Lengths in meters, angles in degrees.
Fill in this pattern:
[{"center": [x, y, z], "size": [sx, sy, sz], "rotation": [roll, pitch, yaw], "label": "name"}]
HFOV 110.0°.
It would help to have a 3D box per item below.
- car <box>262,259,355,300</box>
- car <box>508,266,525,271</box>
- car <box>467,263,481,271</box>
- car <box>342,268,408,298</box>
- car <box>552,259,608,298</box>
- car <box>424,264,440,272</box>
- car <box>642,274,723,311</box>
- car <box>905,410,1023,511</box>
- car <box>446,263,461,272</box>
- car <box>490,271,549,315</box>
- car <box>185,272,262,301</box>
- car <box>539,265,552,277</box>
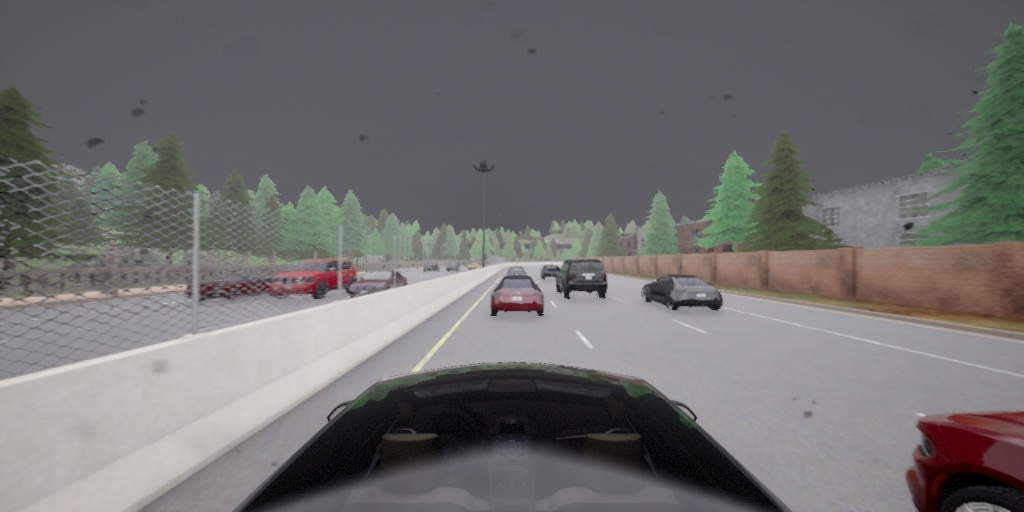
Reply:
[{"center": [-10.440, 1.155, 19.534], "size": [2.150, 2.045, 5.566], "rotation": [0, -1, 1], "label": "car"}, {"center": [0.397, 1.654, 32.687], "size": [2.033, 1.411, 5.357], "rotation": [0, -1, 1], "label": "car"}, {"center": [-6.438, 1.898, 61.279], "size": [1.882, 1.535, 5.008], "rotation": [0, -1, 1], "label": "car"}, {"center": [-6.943, 1.463, 19.217], "size": [1.812, 1.442, 4.674], "rotation": [0, -1, 1], "label": "car"}, {"center": [3.767, 1.191, 20.164], "size": [2.150, 2.045, 5.566], "rotation": [0, -1, 1], "label": "car"}, {"center": [-13.447, 1.960, 60.406], "size": [1.994, 1.385, 4.181], "rotation": [0, -1, 1], "label": "car"}, {"center": [7.220, 1.488, 15.638], "size": [1.994, 1.385, 4.181], "rotation": [0, -1, 1], "label": "car"}, {"center": [3.623, 1.219, 0.323], "size": [1.882, 1.535, 5.008], "rotation": [0, -1, 0], "label": "car"}, {"center": [-9.934, 1.917, 61.238], "size": [1.837, 1.490, 4.892], "rotation": [0, -1, 1], "label": "car"}, {"center": [0.207, 1.460, 14.372], "size": [1.994, 1.385, 4.181], "rotation": [0, -1, 1], "label": "car"}, {"center": [-13.951, 1.516, 18.506], "size": [1.895, 1.301, 4.718], "rotation": [0, -1, 1], "label": "car"}, {"center": [3.948, 1.674, 37.564], "size": [1.837, 1.490, 4.892], "rotation": [0, -1, 1], "label": "car"}]
